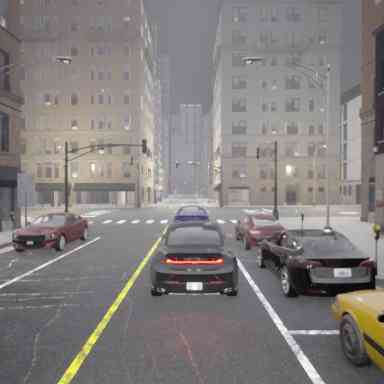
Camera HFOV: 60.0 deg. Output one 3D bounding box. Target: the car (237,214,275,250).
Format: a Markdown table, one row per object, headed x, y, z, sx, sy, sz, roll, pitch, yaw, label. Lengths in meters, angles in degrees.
| x | y | z | sx | sy | sz | roll | pitch | yaw | label |
| --- | --- | --- | --- | --- | --- | --- | --- | --- | --- |
| 2.837 | 1.579 | 13.960 | 1.802 | 1.307 | 4.206 | -1 | 0 | 0 | car |

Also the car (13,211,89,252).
| x | y | z | sx | sy | sz | roll | pitch | yaw | label |
| --- | --- | --- | --- | --- | --- | --- | --- | --- | --- |
| -5.708 | 1.542 | 13.938 | 1.887 | 1.381 | 4.507 | -1 | 0 | 0 | car |

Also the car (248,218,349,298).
| x | y | z | sx | sy | sz | roll | pitch | yaw | label |
| --- | --- | --- | --- | --- | --- | --- | --- | --- | --- |
| 2.849 | 1.564 | 8.374 | 1.947 | 1.339 | 4.313 | -1 | 0 | 0 | car |

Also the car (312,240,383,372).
| x | y | z | sx | sy | sz | roll | pitch | yaw | label |
| --- | --- | --- | --- | --- | --- | --- | --- | --- | --- |
| 2.861 | 1.525 | 2.958 | 1.752 | 1.417 | 4.829 | -1 | 0 | 0 | car |

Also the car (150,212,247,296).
| x | y | z | sx | sy | sz | roll | pitch | yaw | label |
| --- | --- | --- | --- | --- | --- | --- | --- | --- | --- |
| 0.053 | 1.503 | 8.603 | 1.837 | 1.490 | 4.892 | 0 | 0 | 0 | car |

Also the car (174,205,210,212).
| x | y | z | sx | sy | sz | roll | pitch | yaw | label |
| --- | --- | --- | --- | --- | --- | --- | --- | --- | --- |
| -0.002 | 1.474 | 18.553 | 1.882 | 1.535 | 5.008 | 0 | 0 | 0 | car |
